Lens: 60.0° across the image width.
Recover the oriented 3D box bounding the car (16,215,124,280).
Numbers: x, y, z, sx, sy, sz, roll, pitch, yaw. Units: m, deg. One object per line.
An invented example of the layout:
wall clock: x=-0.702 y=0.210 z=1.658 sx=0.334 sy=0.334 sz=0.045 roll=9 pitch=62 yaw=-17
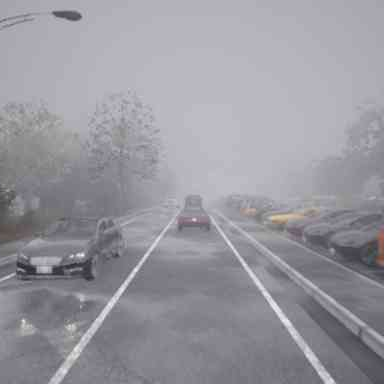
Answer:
car: x=-3.339 y=1.495 z=9.978 sx=2.128 sy=1.511 sz=4.902 roll=0 pitch=0 yaw=0

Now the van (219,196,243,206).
van: x=7.373 y=1.685 z=63.613 sx=4.442 sy=1.987 sz=1.878 roll=0 pitch=-1 yaw=0

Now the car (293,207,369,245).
car: x=6.993 y=1.531 z=13.661 sx=4.792 sy=1.488 sz=2.163 roll=0 pitch=0 yaw=0

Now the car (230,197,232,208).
car: x=7.142 y=1.598 z=38.647 sx=4.674 sy=1.452 sz=2.002 roll=0 pitch=0 yaw=0

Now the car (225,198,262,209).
car: x=7.208 y=1.635 z=46.949 sx=4.792 sy=1.488 sz=2.163 roll=0 pitch=-1 yaw=0

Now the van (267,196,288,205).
van: x=20.532 y=2.010 z=80.095 sx=4.442 sy=1.987 sz=1.878 roll=0 pitch=-1 yaw=0

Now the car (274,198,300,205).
car: x=20.368 y=2.057 z=71.665 sx=4.892 sy=1.521 sz=2.231 roll=0 pitch=-1 yaw=0

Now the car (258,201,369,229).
car: x=6.863 y=1.511 z=19.215 sx=5.366 sy=1.575 sz=1.946 roll=0 pitch=0 yaw=0

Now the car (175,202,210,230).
car: x=0.136 y=1.581 z=21.332 sx=1.994 sy=1.385 sz=4.181 roll=0 pitch=0 yaw=0

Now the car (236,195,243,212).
car: x=7.082 y=1.420 z=33.095 sx=4.553 sy=1.767 sz=2.185 roll=0 pitch=0 yaw=0

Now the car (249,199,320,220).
car: x=7.068 y=1.528 z=24.766 sx=4.892 sy=1.521 sz=2.231 roll=0 pitch=0 yaw=0

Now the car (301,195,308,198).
car: x=20.099 y=1.698 z=52.276 sx=5.366 sy=1.575 sz=1.946 roll=0 pitch=-1 yaw=0

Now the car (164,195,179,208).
car: x=-3.182 y=1.471 z=52.529 sx=2.150 sy=2.045 sz=5.566 roll=0 pitch=-1 yaw=1

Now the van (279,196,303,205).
van: x=20.478 y=1.780 z=68.899 sx=4.442 sy=1.987 sz=1.878 roll=0 pitch=-1 yaw=0

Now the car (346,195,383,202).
car: x=20.178 y=1.296 z=35.802 sx=5.566 sy=2.045 sz=2.435 roll=0 pitch=0 yaw=0

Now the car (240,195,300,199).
car: x=7.069 y=1.414 z=30.319 sx=4.553 sy=1.767 sz=2.185 roll=0 pitch=0 yaw=0

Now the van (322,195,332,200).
van: x=20.129 y=1.341 z=44.121 sx=4.442 sy=1.987 sz=1.878 roll=0 pitch=-1 yaw=0

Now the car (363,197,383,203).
car: x=20.187 y=1.541 z=32.907 sx=5.008 sy=1.535 sz=2.097 roll=0 pitch=0 yaw=0

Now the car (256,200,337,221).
car: x=7.068 y=1.522 z=21.990 sx=4.892 sy=1.521 sz=2.231 roll=0 pitch=0 yaw=0

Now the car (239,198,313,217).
car: x=6.902 y=1.530 z=27.543 sx=5.366 sy=1.575 sz=1.946 roll=0 pitch=0 yaw=0

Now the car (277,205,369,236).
car: x=7.006 y=1.538 z=16.438 sx=4.792 sy=1.488 sz=2.163 roll=0 pitch=0 yaw=0

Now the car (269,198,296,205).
car: x=20.203 y=2.106 z=74.433 sx=5.366 sy=1.575 sz=1.946 roll=0 pitch=-1 yaw=0

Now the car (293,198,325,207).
car: x=20.304 y=1.803 z=57.816 sx=4.892 sy=1.521 sz=2.231 roll=0 pitch=-1 yaw=0

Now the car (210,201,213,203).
car: x=7.268 y=1.813 z=71.941 sx=5.566 sy=2.045 sz=2.435 roll=0 pitch=-1 yaw=0

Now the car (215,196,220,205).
car: x=7.249 y=1.860 z=60.833 sx=5.008 sy=1.535 sz=2.097 roll=0 pitch=-1 yaw=0

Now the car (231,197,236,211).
car: x=7.121 y=1.552 z=35.871 sx=5.008 sy=1.535 sz=2.097 roll=0 pitch=0 yaw=0

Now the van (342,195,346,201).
van: x=20.336 y=1.328 z=38.572 sx=4.442 sy=1.987 sz=1.878 roll=0 pitch=0 yaw=0

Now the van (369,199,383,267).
van: x=7.113 y=1.263 z=8.109 sx=4.442 sy=1.987 sz=1.878 roll=0 pitch=0 yaw=0

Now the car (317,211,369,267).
car: x=6.980 y=1.525 z=10.885 sx=4.792 sy=1.488 sz=2.163 roll=0 pitch=0 yaw=0

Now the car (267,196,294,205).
car: x=20.428 y=1.914 z=77.205 sx=5.566 sy=2.045 sz=2.435 roll=0 pitch=-1 yaw=0

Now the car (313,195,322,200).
car: x=20.263 y=1.599 z=46.738 sx=5.008 sy=1.535 sz=2.097 roll=0 pitch=-1 yaw=0

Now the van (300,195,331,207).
van: x=20.413 y=1.526 z=55.050 sx=4.442 sy=1.987 sz=1.878 roll=0 pitch=-1 yaw=0

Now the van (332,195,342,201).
van: x=20.348 y=1.334 z=41.217 sx=4.442 sy=1.987 sz=1.878 roll=0 pitch=0 yaw=0

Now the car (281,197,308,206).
car: x=20.317 y=1.829 z=66.128 sx=4.553 sy=1.767 sz=2.185 roll=0 pitch=-1 yaw=0

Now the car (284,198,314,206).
car: x=20.331 y=1.906 z=63.481 sx=5.008 sy=1.535 sz=2.097 roll=0 pitch=-1 yaw=0

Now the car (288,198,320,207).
car: x=20.317 y=1.853 z=60.585 sx=5.008 sy=1.535 sz=2.097 roll=0 pitch=-1 yaw=0

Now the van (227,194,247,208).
van: x=7.036 y=1.338 z=41.424 sx=4.442 sy=1.987 sz=1.878 roll=0 pitch=0 yaw=0

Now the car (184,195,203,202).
car: x=0.194 y=1.338 z=41.110 sx=2.150 sy=2.045 sz=5.566 roll=0 pitch=-1 yaw=0

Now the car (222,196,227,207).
car: x=7.194 y=1.319 z=44.199 sx=5.566 sy=2.045 sz=2.435 roll=0 pitch=0 yaw=0

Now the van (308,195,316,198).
van: x=20.154 y=1.424 z=49.512 sx=4.442 sy=1.987 sz=1.878 roll=0 pitch=-1 yaw=0
